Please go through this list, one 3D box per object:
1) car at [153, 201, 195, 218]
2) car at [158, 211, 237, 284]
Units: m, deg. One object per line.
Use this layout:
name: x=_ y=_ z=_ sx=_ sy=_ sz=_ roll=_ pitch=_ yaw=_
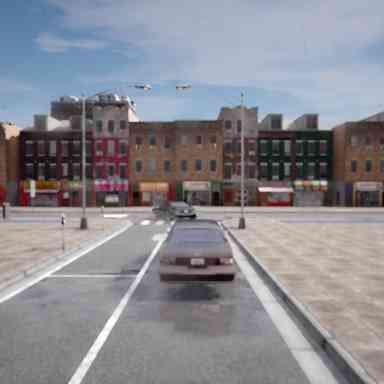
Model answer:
car: x=-1.450 y=1.408 z=25.744 sx=2.033 sy=1.411 sz=5.357 roll=0 pitch=0 yaw=-24
car: x=0.119 y=1.492 z=9.487 sx=2.033 sy=1.411 sz=5.357 roll=0 pitch=0 yaw=0
